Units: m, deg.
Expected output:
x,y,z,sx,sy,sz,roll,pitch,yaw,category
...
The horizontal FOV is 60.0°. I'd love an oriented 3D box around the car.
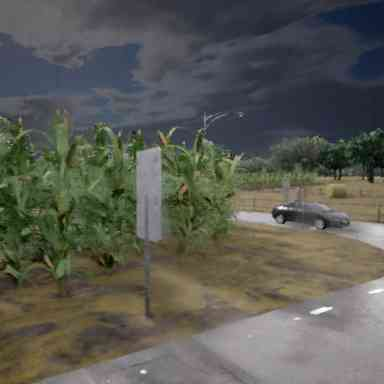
x,y,z,sx,sy,sz,roll,pitch,yaw,category
6.981,1.306,19.950,1.837,1.490,4.892,0,2,-33,car
